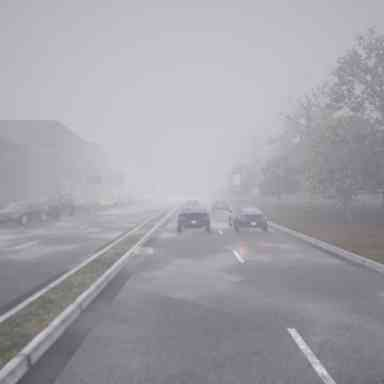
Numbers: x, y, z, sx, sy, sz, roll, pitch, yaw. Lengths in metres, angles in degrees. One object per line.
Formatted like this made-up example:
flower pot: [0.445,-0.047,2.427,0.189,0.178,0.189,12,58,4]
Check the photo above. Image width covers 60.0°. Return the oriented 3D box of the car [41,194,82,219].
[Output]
car: [-11.831,1.193,28.609,2.435,2.045,5.566,0,0,0]

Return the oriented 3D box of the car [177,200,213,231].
car: [0.095,1.491,20.728,1.882,1.535,5.008,0,0,0]

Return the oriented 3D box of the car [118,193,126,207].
car: [-11.933,1.337,50.643,2.185,1.767,4.553,0,0,0]

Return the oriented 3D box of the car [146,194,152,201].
car: [-12.087,1.488,83.702,1.946,1.575,5.366,0,0,0]

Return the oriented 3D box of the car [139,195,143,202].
car: [-12.012,1.478,67.318,2.231,1.521,4.892,0,0,0]

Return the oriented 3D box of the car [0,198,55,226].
car: [-11.805,1.440,23.119,2.231,1.521,4.892,0,0,0]

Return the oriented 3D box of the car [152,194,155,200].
car: [-12.111,1.371,89.445,2.185,1.767,4.553,0,0,0]

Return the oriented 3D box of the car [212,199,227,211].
car: [3.340,1.590,40.466,1.994,1.385,4.181,0,0,0]

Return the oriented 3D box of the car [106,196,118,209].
car: [-11.906,1.455,44.902,1.946,1.575,5.366,0,0,0]

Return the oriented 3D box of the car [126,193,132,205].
car: [-11.958,1.464,55.952,1.946,1.575,5.366,0,0,0]

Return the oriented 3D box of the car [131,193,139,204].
car: [-11.984,1.221,61.634,2.435,2.045,5.566,0,0,0]

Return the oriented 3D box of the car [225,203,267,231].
car: [3.345,1.539,20.341,1.812,1.442,4.674,0,0,0]

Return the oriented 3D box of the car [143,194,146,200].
car: [-12.036,1.483,72.844,2.231,1.521,4.892,0,0,0]

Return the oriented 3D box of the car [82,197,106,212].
car: [-11.930,1.453,38.029,2.231,1.521,4.892,0,0,0]
